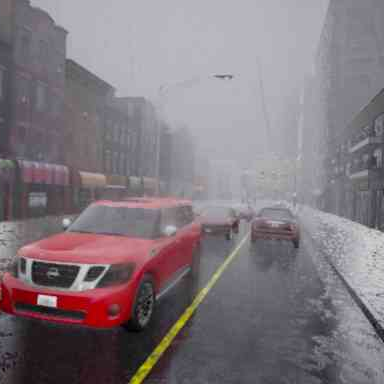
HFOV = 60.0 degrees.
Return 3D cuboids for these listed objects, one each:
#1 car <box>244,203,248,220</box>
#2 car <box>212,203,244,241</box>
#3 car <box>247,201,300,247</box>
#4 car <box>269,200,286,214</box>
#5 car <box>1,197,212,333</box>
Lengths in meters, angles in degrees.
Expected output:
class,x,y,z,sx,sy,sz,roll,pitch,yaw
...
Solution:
class,x,y,z,sx,sy,sz,roll,pitch,yaw
car,3.996,1.615,27.440,1.812,1.442,4.674,2,0,15
car,1.360,1.488,17.350,1.882,1.535,5.008,2,0,14
car,4.110,1.471,16.291,2.097,1.767,4.553,2,0,15
car,10.596,1.845,41.206,1.812,1.442,4.674,2,0,15
car,-1.274,1.154,7.215,2.150,2.045,5.566,2,0,15
